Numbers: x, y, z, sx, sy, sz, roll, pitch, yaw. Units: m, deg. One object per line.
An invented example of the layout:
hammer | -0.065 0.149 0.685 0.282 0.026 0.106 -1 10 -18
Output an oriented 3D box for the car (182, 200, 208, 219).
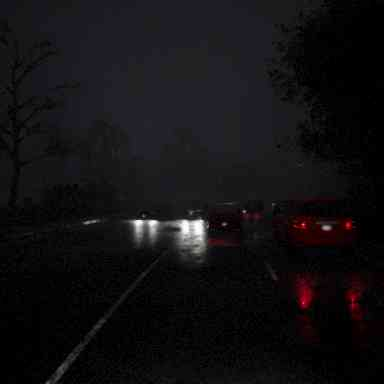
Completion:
car | 0.560 1.483 29.284 2.128 1.511 4.902 0 0 15

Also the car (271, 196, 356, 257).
car | 4.635 1.233 13.265 2.150 2.045 5.566 0 0 7

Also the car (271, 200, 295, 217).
car | 9.059 1.573 32.896 2.033 1.411 5.357 0 0 18

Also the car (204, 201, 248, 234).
car | 2.074 1.479 19.246 1.882 1.535 5.008 0 0 10

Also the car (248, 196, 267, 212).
car | 7.341 1.506 38.446 2.128 1.511 4.902 0 0 20

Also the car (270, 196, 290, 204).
car | 17.483 1.576 65.960 2.033 1.411 5.357 0 0 34

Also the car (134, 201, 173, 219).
car | -3.183 1.524 29.035 2.033 1.411 5.357 0 0 14
